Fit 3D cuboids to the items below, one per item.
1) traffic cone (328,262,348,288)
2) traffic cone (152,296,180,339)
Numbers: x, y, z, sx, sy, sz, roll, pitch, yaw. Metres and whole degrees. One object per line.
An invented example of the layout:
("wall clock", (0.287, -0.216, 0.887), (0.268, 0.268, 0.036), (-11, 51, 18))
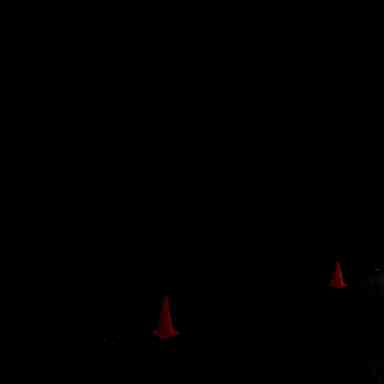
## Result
("traffic cone", (3.637, 2.033, 8.288), (0.340, 0.580, 0.340), (1, -1, -36))
("traffic cone", (-0.421, 1.981, 5.358), (0.340, 0.580, 0.340), (1, 0, -36))
